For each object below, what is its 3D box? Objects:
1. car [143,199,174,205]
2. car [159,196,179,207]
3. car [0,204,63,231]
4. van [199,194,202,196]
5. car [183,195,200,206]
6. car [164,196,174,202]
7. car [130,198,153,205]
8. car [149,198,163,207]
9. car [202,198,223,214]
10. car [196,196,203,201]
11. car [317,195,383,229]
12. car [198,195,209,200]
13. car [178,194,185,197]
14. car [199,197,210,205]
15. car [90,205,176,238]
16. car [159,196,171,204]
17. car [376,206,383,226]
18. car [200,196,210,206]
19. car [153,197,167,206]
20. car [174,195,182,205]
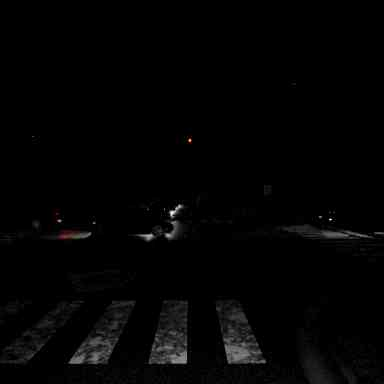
[{"bbox_3d":[-3.150,1.634,32.061,1.895,1.301,4.718,0,0,1],"label":"car"},{"bbox_3d":[-3.107,1.614,42.017,1.994,1.385,4.181,0,0,1],"label":"car"},{"bbox_3d":[-10.609,1.550,20.600,4.892,1.490,1.837,0,0,0],"label":"car"},{"bbox_3d":[2.409,1.424,58.208,1.690,1.788,3.998,0,0,0],"label":"van"},{"bbox_3d":[-0.131,1.646,58.026,1.994,1.385,4.181,0,0,0],"label":"car"},{"bbox_3d":[-5.571,1.694,80.267,2.008,1.369,4.403,0,0,0],"label":"car"},{"bbox_3d":[-5.661,1.480,36.181,1.967,1.590,4.097,0,0,0],"label":"car"},{"bbox_3d":[-5.627,1.653,52.713,1.802,1.307,4.206,0,0,0],"label":"car"},{"bbox_3d":[2.364,1.606,36.164,1.947,1.339,4.313,0,0,0],"label":"car"},{"bbox_3d":[2.064,1.698,90.133,1.812,1.442,4.674,0,0,0],"label":"car"},{"bbox_3d":[10.746,1.183,20.668,5.566,2.045,2.150,0,0,0],"label":"car"},{"bbox_3d":[2.398,1.636,52.697,1.947,1.339,4.313,0,0,0],"label":"car"},{"bbox_3d":[-3.023,1.583,62.081,2.128,1.511,4.902,0,0,1],"label":"car"},{"bbox_3d":[2.420,1.647,63.718,2.008,1.369,4.403,0,0,0],"label":"car"},{"bbox_3d":[-3.094,1.574,17.373,4.181,1.385,1.994,0,0,0],"label":"car"},{"bbox_3d":[-5.594,1.552,69.246,1.967,1.590,4.097,0,0,0],"label":"car"},{"bbox_3d":[12.681,1.548,17.420,4.718,1.301,1.895,0,0,0],"label":"car"},{"bbox_3d":[2.387,1.641,47.187,1.802,1.307,4.206,0,0,0],"label":"car"},{"bbox_3d":[-5.616,1.634,58.224,2.008,1.369,4.403,0,0,0],"label":"car"},{"bbox_3d":[-3.086,1.633,52.001,1.994,1.385,4.181,0,0,0],"label":"car"}]
